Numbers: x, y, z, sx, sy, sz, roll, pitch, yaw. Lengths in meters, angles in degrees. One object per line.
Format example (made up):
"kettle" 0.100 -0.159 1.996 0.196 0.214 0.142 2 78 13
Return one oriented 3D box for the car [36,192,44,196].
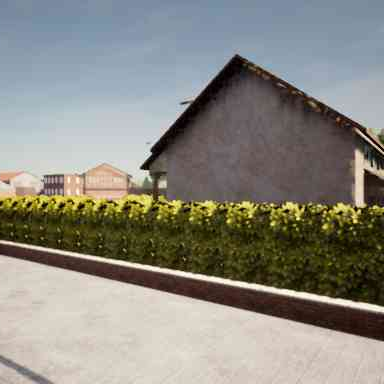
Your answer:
"car" -31.328 0.937 68.439 3.866 1.878 1.905 0 0 35
